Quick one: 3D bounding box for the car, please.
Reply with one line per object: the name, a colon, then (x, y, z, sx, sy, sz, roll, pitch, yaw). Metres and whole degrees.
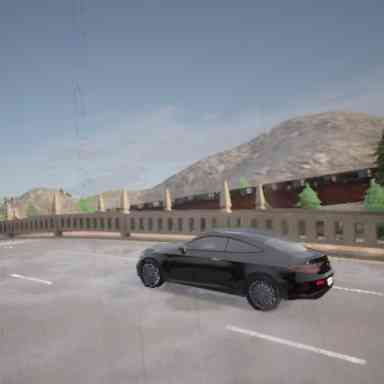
car: (0.783, 1.564, 7.736, 4.674, 1.442, 1.812, -1, 0, 36)
